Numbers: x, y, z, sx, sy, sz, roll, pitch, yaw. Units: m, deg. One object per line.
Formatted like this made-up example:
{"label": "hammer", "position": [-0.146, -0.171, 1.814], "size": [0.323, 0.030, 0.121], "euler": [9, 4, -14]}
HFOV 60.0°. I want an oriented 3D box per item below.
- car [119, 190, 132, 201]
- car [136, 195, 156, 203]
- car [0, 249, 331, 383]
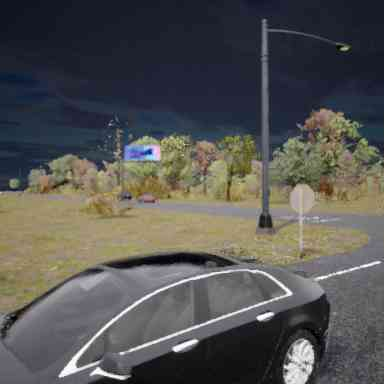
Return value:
{"label": "car", "position": [-13.213, 0.728, 63.022], "size": [2.150, 2.045, 5.566], "euler": [-1, 1, -34]}
{"label": "car", "position": [-7.662, 1.097, 54.687], "size": [1.994, 1.385, 4.181], "euler": [-1, 1, -33]}
{"label": "car", "position": [-0.506, 1.485, 3.513], "size": [4.892, 1.490, 1.837], "euler": [-1, 1, -35]}
